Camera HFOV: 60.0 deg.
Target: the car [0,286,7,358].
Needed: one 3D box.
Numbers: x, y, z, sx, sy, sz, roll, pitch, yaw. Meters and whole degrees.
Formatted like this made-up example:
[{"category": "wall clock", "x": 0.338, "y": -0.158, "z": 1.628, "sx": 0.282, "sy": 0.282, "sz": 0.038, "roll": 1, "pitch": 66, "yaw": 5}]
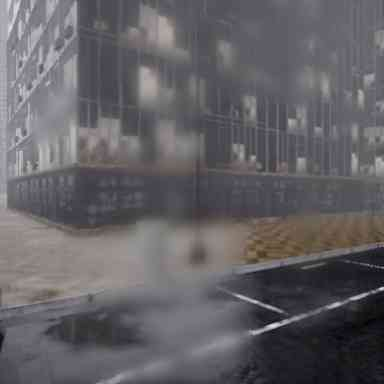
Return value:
[{"category": "car", "x": -4.180, "y": 1.558, "z": 3.112, "sx": 4.313, "sy": 1.339, "sz": 1.947, "roll": 0, "pitch": 0, "yaw": -36}]
